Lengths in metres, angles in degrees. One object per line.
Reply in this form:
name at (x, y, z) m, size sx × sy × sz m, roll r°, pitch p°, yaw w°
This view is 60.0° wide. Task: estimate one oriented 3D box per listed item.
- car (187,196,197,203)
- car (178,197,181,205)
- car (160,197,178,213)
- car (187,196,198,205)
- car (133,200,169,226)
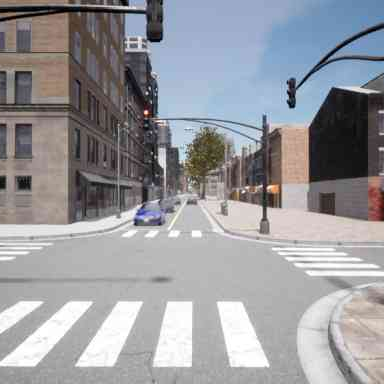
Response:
car at (0.021, 1.542, 69.244) m, size 1.994 × 1.385 × 4.181 m, roll 0°, pitch 0°, yaw 0°
car at (-2.853, 1.502, 56.610) m, size 1.812 × 1.442 × 4.674 m, roll 0°, pitch 0°, yaw 0°
car at (-2.888, 1.480, 36.456) m, size 1.837 × 1.490 × 4.892 m, roll 0°, pitch 2°, yaw 0°
car at (0.028, 1.524, 58.962) m, size 2.033 × 1.411 × 5.357 m, roll 0°, pitch 0°, yaw 1°
car at (-2.882, 1.514, 23.258) m, size 1.812 × 1.442 × 4.674 m, roll 0°, pitch 0°, yaw 0°
